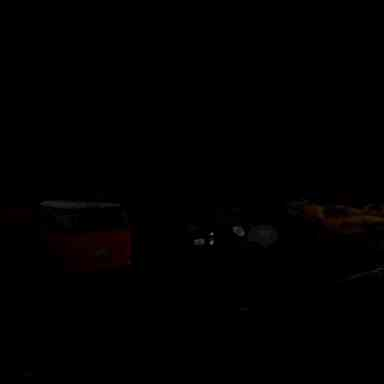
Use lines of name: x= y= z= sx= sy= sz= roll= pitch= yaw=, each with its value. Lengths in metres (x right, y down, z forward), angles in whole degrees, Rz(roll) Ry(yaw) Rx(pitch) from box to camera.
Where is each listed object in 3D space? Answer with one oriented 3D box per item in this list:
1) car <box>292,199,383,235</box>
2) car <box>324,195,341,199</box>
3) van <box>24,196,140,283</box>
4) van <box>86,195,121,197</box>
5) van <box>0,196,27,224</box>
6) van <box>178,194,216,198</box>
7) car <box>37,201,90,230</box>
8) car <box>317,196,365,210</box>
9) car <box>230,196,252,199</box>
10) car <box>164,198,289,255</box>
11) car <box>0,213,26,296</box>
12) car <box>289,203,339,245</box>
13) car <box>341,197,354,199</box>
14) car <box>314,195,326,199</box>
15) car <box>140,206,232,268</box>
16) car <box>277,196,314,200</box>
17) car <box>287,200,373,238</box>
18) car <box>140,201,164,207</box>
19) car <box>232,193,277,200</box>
car: x=7.931 y=1.357 z=17.545 sx=1.946 sy=1.575 sz=5.366 roll=0 pitch=0 yaw=-35
car: x=13.954 y=1.358 z=38.055 sx=2.163 sy=1.488 sz=4.792 roll=0 pitch=0 yaw=-35
van: x=-3.456 y=1.237 z=9.830 sx=1.878 sy=1.987 sz=4.442 roll=-1 pitch=0 yaw=-35
van: x=-6.309 y=1.179 z=23.570 sx=1.878 sy=1.987 sz=4.442 roll=-1 pitch=0 yaw=-36
van: x=-10.969 y=1.233 z=20.537 sx=1.878 sy=1.987 sz=4.442 roll=-1 pitch=0 yaw=-35
van: x=0.217 y=1.131 z=28.480 sx=1.878 sy=1.987 sz=4.442 roll=0 pitch=0 yaw=-35
car: x=-8.644 y=1.431 z=22.051 sx=2.097 sy=1.535 sz=5.008 roll=-1 pitch=0 yaw=-35
car: x=18.357 y=1.320 z=41.211 sx=2.097 sy=1.535 sz=5.008 roll=0 pitch=0 yaw=-35
car: x=2.661 y=1.380 z=30.037 sx=2.163 sy=1.488 sz=4.792 roll=0 pitch=0 yaw=-35
car: x=1.119 y=1.283 z=12.974 sx=2.185 sy=1.767 sz=4.553 roll=-1 pitch=0 yaw=-35
car: x=-5.633 y=1.521 z=8.106 sx=2.163 sy=1.488 sz=4.792 roll=-1 pitch=0 yaw=-35
car: x=3.408 y=1.387 z=14.553 sx=2.231 sy=1.521 sz=4.892 roll=0 pitch=0 yaw=-35
car: x=12.557 y=1.346 z=20.830 sx=1.946 sy=1.575 sz=5.366 roll=0 pitch=0 yaw=-35
car: x=11.680 y=1.373 z=36.473 sx=2.002 sy=1.452 sz=4.674 roll=0 pitch=0 yaw=-35
car: x=-1.139 y=1.464 z=11.368 sx=2.163 sy=1.488 sz=4.792 roll=-1 pitch=0 yaw=-35
car: x=9.527 y=1.334 z=34.720 sx=1.946 sy=1.575 sz=5.366 roll=0 pitch=0 yaw=-35
car: x=5.554 y=1.367 z=16.312 sx=1.946 sy=1.575 sz=5.366 roll=0 pitch=0 yaw=-35
car: x=-4.143 y=1.412 z=25.276 sx=2.163 sy=1.488 sz=4.792 roll=-1 pitch=0 yaw=-35
car: x=4.886 y=1.094 z=31.687 sx=2.435 sy=2.045 sz=5.566 roll=0 pitch=0 yaw=-35
